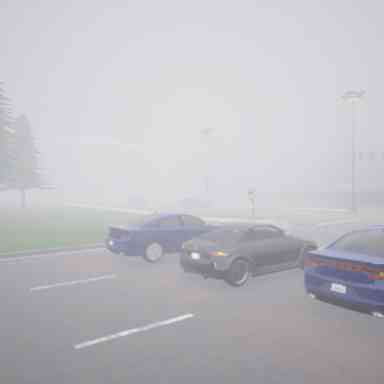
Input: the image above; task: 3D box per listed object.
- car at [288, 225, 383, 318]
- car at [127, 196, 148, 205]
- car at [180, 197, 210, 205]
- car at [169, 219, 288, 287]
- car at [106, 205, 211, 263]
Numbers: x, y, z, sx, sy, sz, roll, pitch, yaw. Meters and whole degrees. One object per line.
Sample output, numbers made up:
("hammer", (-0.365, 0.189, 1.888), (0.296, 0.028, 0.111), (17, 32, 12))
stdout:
("car", (4.450, 1.431, 6.964), (5.008, 1.535, 1.882), (0, 0, -35))
("car", (-9.085, 1.368, 55.004), (2.128, 1.511, 4.902), (0, 0, -36))
("car", (0.320, 1.369, 42.170), (1.837, 1.490, 4.892), (0, 0, -36))
("car", (1.727, 1.525, 9.324), (4.181, 1.385, 1.994), (0, 0, -35))
("car", (-0.549, 1.443, 12.000), (5.008, 1.535, 1.882), (0, 0, -36))
